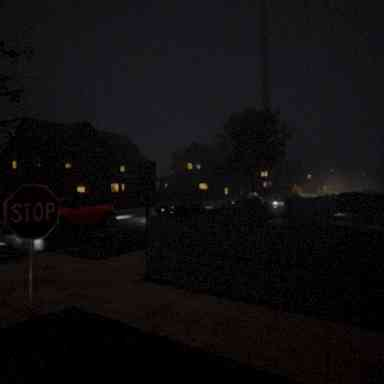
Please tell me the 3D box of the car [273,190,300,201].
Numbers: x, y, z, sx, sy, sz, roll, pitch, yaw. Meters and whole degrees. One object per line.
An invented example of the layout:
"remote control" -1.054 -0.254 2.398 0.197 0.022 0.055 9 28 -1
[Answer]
"car" 11.972 0.442 41.803 2.033 1.411 5.357 1 2 36

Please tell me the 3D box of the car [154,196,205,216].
"car" -0.814 0.974 23.872 1.994 1.385 4.181 1 2 35

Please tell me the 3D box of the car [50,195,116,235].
"car" -6.018 0.974 16.529 2.097 1.767 4.553 1 2 35

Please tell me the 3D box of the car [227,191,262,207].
"car" 5.146 0.659 32.256 2.128 1.511 4.902 1 2 35
